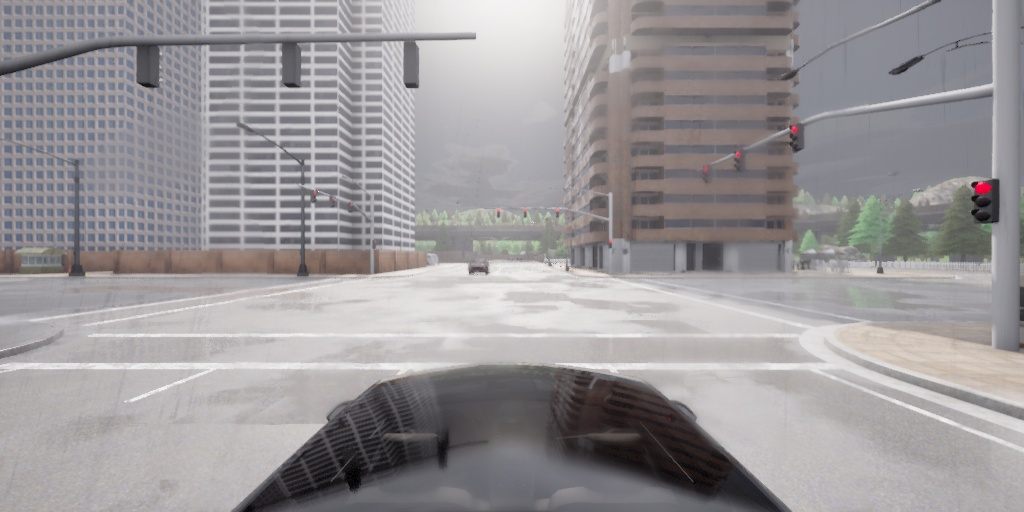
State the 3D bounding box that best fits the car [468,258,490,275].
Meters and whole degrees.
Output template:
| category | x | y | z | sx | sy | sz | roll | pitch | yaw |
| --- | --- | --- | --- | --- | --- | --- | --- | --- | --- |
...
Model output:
| category | x | y | z | sx | sy | sz | roll | pitch | yaw |
| --- | --- | --- | --- | --- | --- | --- | --- | --- | --- |
| car | -3.496 | 1.018 | 38.546 | 2.097 | 1.767 | 4.553 | 0 | 0 | 0 |
